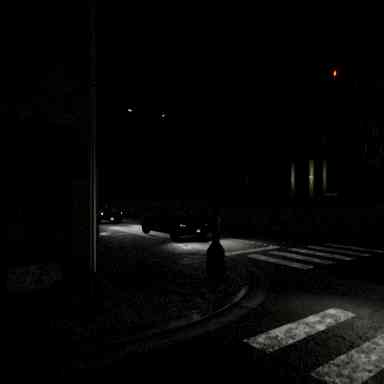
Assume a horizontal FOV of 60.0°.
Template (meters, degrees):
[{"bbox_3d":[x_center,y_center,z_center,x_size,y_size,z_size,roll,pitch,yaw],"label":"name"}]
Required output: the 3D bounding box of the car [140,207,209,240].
[{"bbox_3d":[-1.066,1.530,17.339,1.812,1.442,4.674,0,0,-36],"label":"car"}]

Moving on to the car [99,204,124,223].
[{"bbox_3d":[-6.993,1.608,25.548,1.895,1.301,4.718,0,0,-36],"label":"car"}]
